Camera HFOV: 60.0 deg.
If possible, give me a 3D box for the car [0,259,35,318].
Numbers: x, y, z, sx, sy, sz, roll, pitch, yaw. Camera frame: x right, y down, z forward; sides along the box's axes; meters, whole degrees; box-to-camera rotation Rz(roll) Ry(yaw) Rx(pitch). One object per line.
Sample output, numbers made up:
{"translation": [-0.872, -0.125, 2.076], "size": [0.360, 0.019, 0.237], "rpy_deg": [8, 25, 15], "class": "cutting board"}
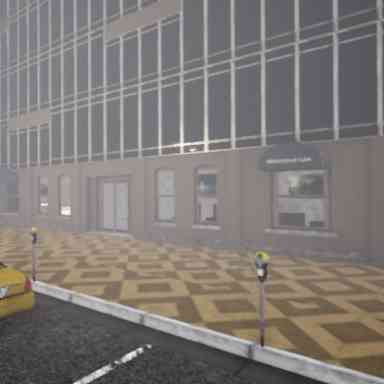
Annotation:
{"translation": [-4.924, 1.536, 6.370], "size": [4.829, 1.417, 1.752], "rpy_deg": [0, 0, 35], "class": "car"}
